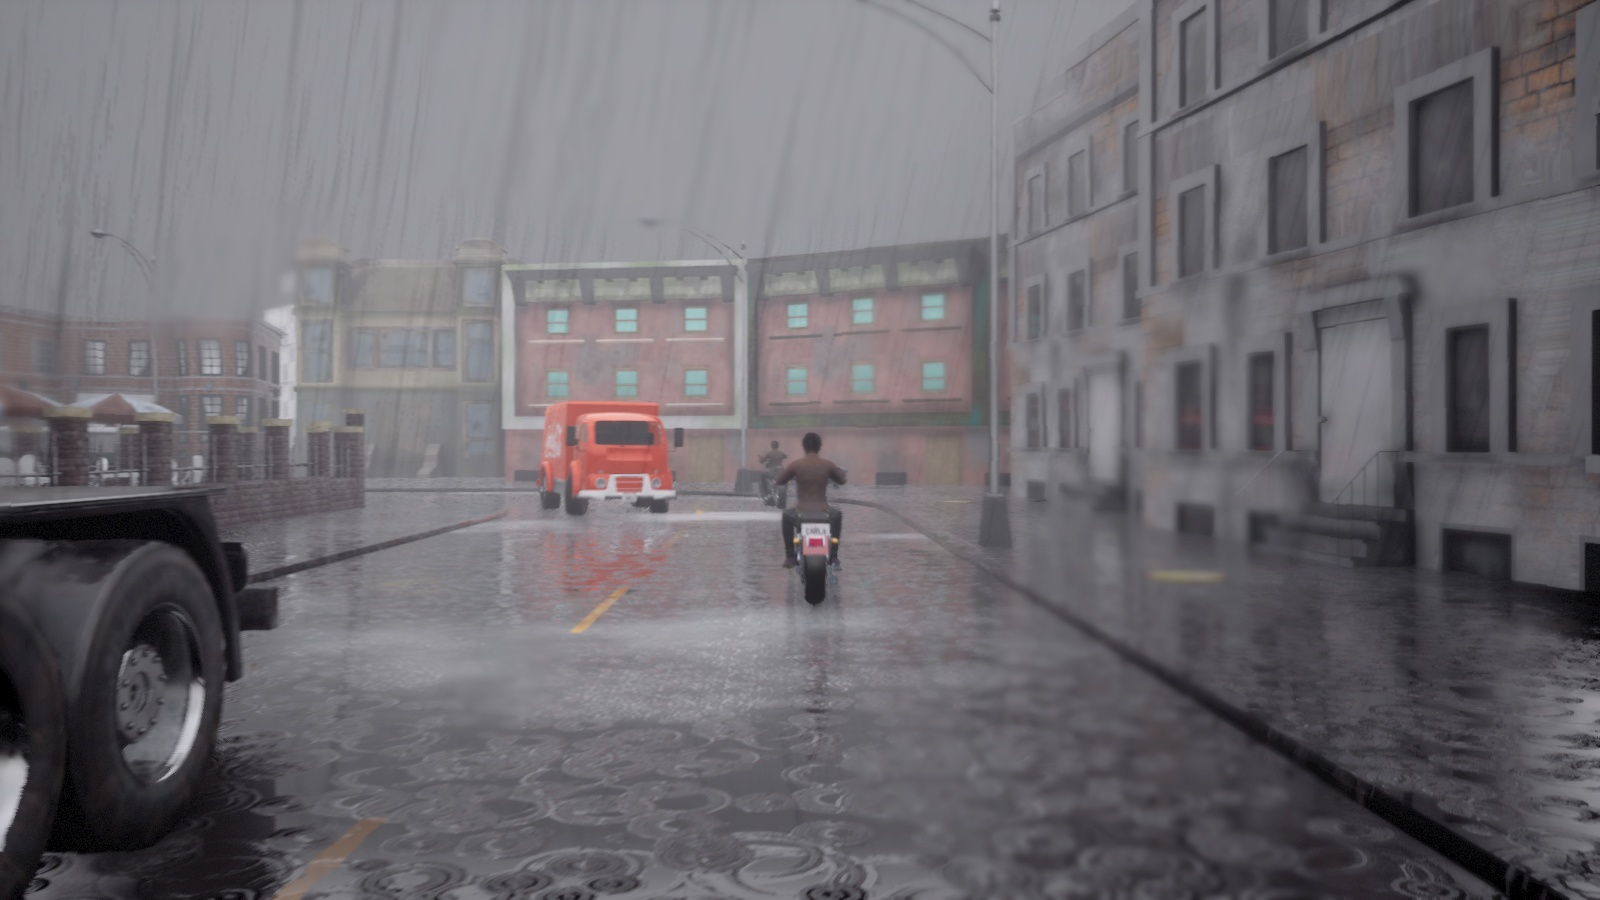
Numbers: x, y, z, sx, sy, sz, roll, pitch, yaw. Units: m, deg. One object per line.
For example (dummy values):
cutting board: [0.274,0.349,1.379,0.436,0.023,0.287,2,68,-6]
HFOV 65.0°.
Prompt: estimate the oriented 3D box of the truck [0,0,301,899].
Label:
truck: [-3.693,-0.247,1.863,2.891,3.462,7.936,0,0,-1]

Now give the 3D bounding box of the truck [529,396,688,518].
truck: [-4.438,0.140,28.256,2.627,2.467,5.204,1,0,-19]

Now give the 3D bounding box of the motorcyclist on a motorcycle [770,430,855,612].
motorcyclist on a motorcycle: [0.088,0.646,12.601,0.766,1.649,2.350,0,0,-1]

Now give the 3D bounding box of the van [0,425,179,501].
van: [-19.344,0.341,33.718,4.442,1.987,1.775,0,0,-1]

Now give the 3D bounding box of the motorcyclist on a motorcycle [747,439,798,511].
motorcyclist on a motorcycle: [-0.687,0.576,30.048,0.766,1.649,2.350,-1,0,-12]
